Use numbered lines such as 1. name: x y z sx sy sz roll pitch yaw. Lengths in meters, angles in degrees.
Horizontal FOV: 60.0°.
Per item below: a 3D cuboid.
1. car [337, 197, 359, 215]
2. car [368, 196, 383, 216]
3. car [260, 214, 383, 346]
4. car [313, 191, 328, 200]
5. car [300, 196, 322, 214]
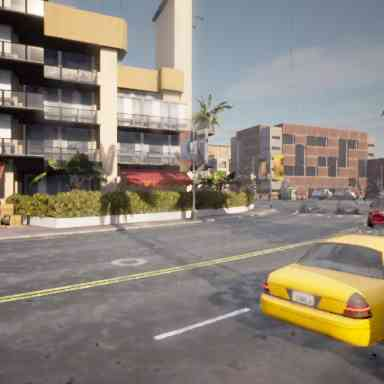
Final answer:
1. car: 15.812 1.509 33.843 1.812 1.442 4.674 0 0 22
2. car: 12.733 1.343 21.340 2.097 1.767 4.553 0 0 36
3. car: 3.510 1.456 6.343 5.366 1.575 1.801 0 0 -41
4. car: 34.339 1.210 86.109 2.185 1.767 4.553 0 0 -24
5. car: 12.616 1.488 35.259 1.837 1.490 4.892 1 0 21
